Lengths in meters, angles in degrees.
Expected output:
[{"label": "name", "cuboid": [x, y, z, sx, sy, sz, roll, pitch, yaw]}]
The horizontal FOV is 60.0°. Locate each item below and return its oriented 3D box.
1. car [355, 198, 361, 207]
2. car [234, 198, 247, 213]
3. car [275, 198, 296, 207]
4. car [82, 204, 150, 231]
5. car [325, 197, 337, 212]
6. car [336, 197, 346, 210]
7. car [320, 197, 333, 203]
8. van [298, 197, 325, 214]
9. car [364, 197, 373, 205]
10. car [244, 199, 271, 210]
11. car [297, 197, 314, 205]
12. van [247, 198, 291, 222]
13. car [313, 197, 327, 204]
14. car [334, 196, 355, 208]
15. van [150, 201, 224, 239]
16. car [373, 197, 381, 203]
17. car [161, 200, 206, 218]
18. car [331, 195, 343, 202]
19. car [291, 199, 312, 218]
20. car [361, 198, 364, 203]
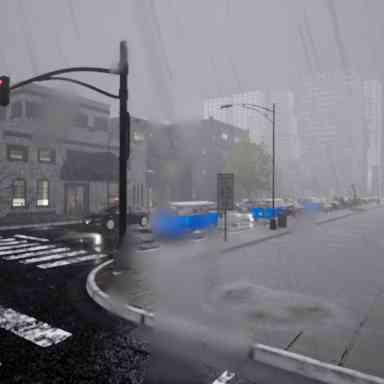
[{"label": "car", "cuboid": [25.260, 1.511, 53.806, 2.192, 1.841, 5.009, 0, 0, 35]}, {"label": "car", "cuboid": [6.970, 1.599, 37.764, 1.812, 1.442, 4.674, 1, 0, 35]}, {"label": "car", "cuboid": [15.237, 1.656, 54.107, 1.887, 1.381, 4.507, 0, 0, 35]}, {"label": "car", "cuboid": [-4.653, 1.521, 21.207, 1.837, 1.490, 4.892, 1, 0, 35]}, {"label": "car", "cuboid": [15.850, 1.666, 40.379, 1.752, 1.417, 4.829, 0, 0, 35]}, {"label": "car", "cuboid": [18.920, 1.724, 44.761, 1.947, 1.339, 4.313, 0, 0, 35]}, {"label": "car", "cuboid": [31.080, 1.783, 76.717, 1.947, 1.339, 4.313, 0, 0, 35]}, {"label": "van", "cuboid": [12.584, 1.464, 35.717, 1.690, 1.788, 3.998, 0, 0, 35]}, {"label": "car", "cuboid": [34.764, 1.804, 67.372, 1.887, 1.381, 4.507, 0, 0, 35]}, {"label": "car", "cuboid": [8.899, 1.620, 45.064, 1.887, 1.381, 4.507, 0, 0, 35]}, {"label": "car", "cuboid": [21.574, 1.696, 63.151, 1.887, 1.381, 4.507, 0, 0, 35]}, {"label": "van", "cuboid": [6.246, 1.431, 26.674, 1.690, 1.788, 3.998, 0, 0, 35]}, {"label": "car", "cuboid": [27.814, 1.719, 72.056, 1.752, 1.417, 4.829, 0, 0, 35]}, {"label": "car", "cuboid": [22.091, 1.492, 49.284, 2.192, 1.841, 5.009, 0, 0, 35]}, {"label": "van", "cuboid": [-0.091, 1.402, 17.629, 1.690, 1.788, 3.998, 0, 0, 35]}, {"label": "car", "cuboid": [44.271, 1.894, 80.938, 1.947, 1.339, 4.313, 0, 0, 35]}, {"label": "car", "cuboid": [-0.705, 1.549, 31.358, 1.752, 1.417, 4.829, 0, 0, 35]}, {"label": "car", "cuboid": [37.418, 1.703, 85.761, 1.967, 1.590, 4.097, 0, 0, 35]}, {"label": "car", "cuboid": [9.414, 1.650, 31.195, 1.887, 1.381, 4.507, 0, 0, 35]}, {"label": "car", "cuboid": [28.525, 1.743, 58.467, 1.752, 1.417, 4.829, 0, 0, 35]}]
